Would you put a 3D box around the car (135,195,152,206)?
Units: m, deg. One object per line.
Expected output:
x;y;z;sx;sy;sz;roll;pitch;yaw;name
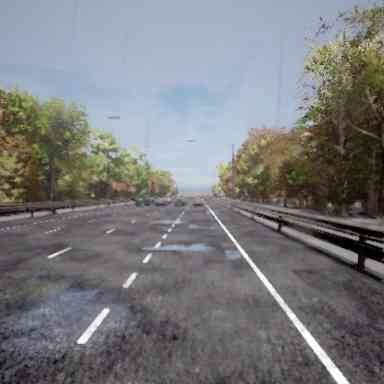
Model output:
-9.347;1.612;63.518;2.150;2.045;5.566;0;0;1;car

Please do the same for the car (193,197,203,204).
1.351;1.943;74.194;2.033;1.411;5.357;0;0;1;car

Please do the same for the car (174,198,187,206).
-2.342;1.938;63.773;1.812;1.442;4.674;0;0;1;car

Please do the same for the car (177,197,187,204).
-2.149;1.931;74.233;2.033;1.411;5.357;0;0;1;car

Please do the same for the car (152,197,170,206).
-5.849;1.947;63.421;2.033;1.411;5.357;0;0;1;car

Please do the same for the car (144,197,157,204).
-9.151;1.890;74.208;2.128;1.511;4.902;0;0;1;car

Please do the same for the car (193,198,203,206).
1.150;1.968;63.292;2.033;1.411;5.357;0;0;1;car
